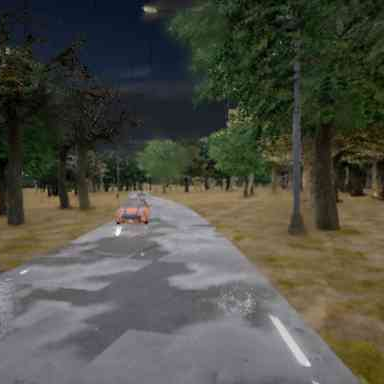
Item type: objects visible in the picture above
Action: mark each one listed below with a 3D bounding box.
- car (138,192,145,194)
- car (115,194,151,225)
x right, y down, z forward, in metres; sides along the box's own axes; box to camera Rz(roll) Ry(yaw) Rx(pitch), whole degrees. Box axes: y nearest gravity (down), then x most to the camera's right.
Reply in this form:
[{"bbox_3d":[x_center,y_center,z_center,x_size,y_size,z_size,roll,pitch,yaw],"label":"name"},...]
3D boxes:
[{"bbox_3d":[-13.748,0.586,91.163,1.994,1.385,4.181,-1,1,-14],"label":"car"},{"bbox_3d":[-3.956,1.242,22.999,2.097,1.767,4.553,0,0,-4],"label":"car"}]
